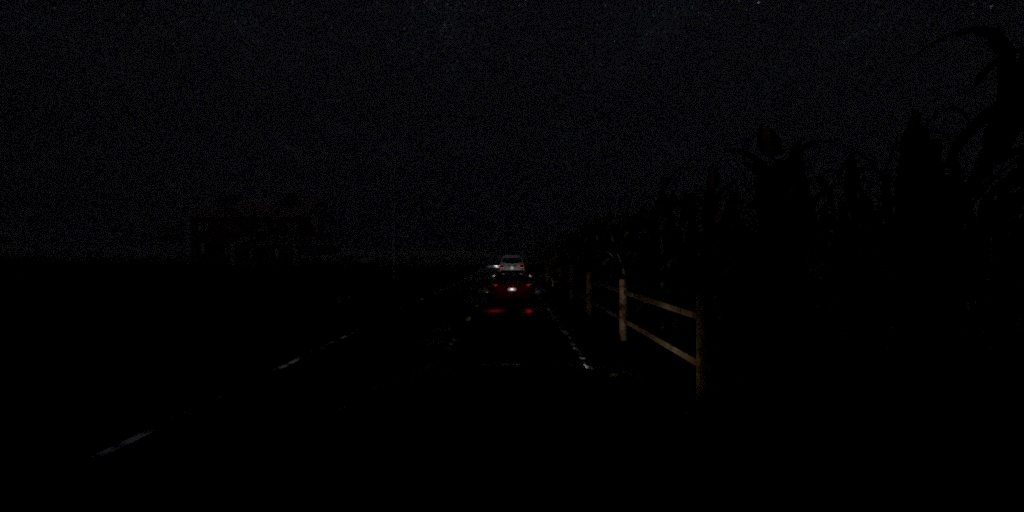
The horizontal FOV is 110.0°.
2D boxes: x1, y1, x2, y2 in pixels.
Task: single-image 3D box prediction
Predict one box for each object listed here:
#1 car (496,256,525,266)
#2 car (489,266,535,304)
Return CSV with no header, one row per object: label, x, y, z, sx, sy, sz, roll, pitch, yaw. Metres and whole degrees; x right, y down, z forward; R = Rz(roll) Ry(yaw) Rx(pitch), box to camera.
car,0.000,1.003,31.530,2.150,2.045,5.566,0,0,0
car,0.000,1.322,16.500,1.994,1.385,4.181,0,0,0
